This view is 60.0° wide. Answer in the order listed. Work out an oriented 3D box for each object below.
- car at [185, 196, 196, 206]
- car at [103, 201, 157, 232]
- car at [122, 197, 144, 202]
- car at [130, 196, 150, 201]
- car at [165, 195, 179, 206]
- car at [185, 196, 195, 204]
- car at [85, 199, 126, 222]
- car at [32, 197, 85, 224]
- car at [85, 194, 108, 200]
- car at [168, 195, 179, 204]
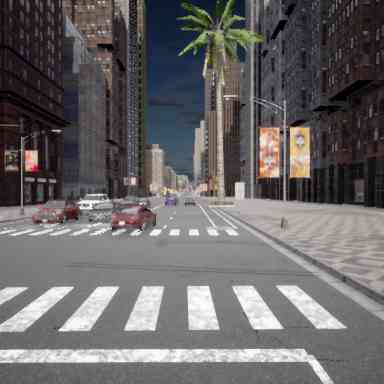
[{"bbox_3d":[-0.321,1.586,56.124,2.033,1.411,5.357,0,0,0],"label":"car"},{"bbox_3d":[-3.452,1.529,20.201,1.812,1.442,4.674,1,0,8],"label":"car"},{"bbox_3d":[-6.802,1.558,35.850,2.033,1.411,5.357,0,0,0],"label":"car"},{"bbox_3d":[-6.852,1.513,46.146,2.128,1.511,4.902,0,0,0],"label":"car"},{"bbox_3d":[-3.574,1.565,56.522,1.812,1.442,4.674,0,0,0],"label":"car"},{"bbox_3d":[-0.381,1.539,66.547,1.882,1.535,5.008,0,0,0],"label":"car"},{"bbox_3d":[-6.742,1.531,26.179,1.812,1.442,4.674,0,0,0],"label":"car"},{"bbox_3d":[-9.987,1.357,24.769,2.097,1.767,4.553,0,0,0],"label":"car"},{"bbox_3d":[-10.043,1.231,34.257,2.150,2.045,5.566,0,0,0],"label":"car"},{"bbox_3d":[-3.631,1.413,66.498,2.097,1.767,4.553,0,0,0],"label":"car"}]
